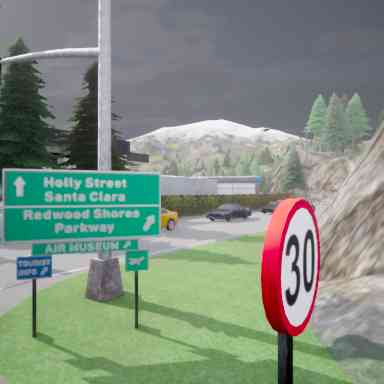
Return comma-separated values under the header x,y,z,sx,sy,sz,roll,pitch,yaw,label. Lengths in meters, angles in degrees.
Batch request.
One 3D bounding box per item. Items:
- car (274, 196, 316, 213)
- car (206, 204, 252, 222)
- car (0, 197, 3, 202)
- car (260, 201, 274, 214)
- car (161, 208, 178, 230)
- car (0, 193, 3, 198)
x,y,z,sx,sy,sz,roll,pitch,yaw,label
10.263,1.413,32.294,2.150,2.045,5.566,0,0,36,car
3.364,1.739,29.092,2.033,1.411,5.357,0,0,36,car
-12.363,1.505,26.047,1.905,1.878,3.866,0,0,35,car
9.650,1.739,37.708,2.033,1.411,5.357,0,0,36,car
-2.906,1.669,20.472,1.882,1.535,5.008,0,0,36,car
-38.568,1.489,69.987,4.514,1.523,2.007,0,0,35,car
